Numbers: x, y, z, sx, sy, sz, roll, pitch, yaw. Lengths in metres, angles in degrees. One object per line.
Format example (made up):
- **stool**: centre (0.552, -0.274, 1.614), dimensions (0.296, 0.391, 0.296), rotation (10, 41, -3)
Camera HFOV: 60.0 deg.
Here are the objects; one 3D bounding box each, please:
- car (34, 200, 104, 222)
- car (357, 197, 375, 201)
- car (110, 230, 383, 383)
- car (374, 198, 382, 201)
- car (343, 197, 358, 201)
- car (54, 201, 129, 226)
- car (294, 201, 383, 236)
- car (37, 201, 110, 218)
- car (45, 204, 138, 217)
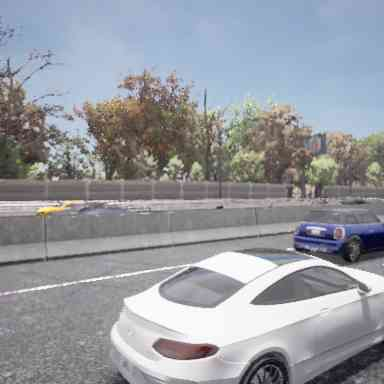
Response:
- **car**: centre (-9.900, 1.489, 27.045), dimensions (5.008, 1.535, 1.882), rotation (0, 0, -36)
- **car**: centre (26.782, 1.629, 49.002), dimensions (4.181, 1.385, 1.994), rotation (0, 0, -35)
- **car**: centre (1.220, 1.529, 4.626), dimensions (4.674, 1.442, 1.812), rotation (0, 0, -36)
- **car**: centre (27.119, 1.662, 44.945), dimensions (4.718, 1.301, 1.895), rotation (0, 0, -35)
- **car**: centre (25.374, 1.545, 52.285), dimensions (5.008, 1.535, 1.882), rotation (0, 0, -35)
- **car**: centre (-7.365, 1.503, 24.556), dimensions (4.902, 1.511, 2.128), rotation (0, 0, -36)
- **car**: centre (5.820, 1.363, 12.230), dimensions (4.553, 1.767, 2.097), rotation (0, 0, -36)
- **car**: centre (-6.659, 1.514, 20.755), dimensions (4.892, 1.490, 1.837), rotation (0, 0, -36)
- **car**: centre (-4.691, 1.556, 17.860), dimensions (5.357, 1.411, 2.033), rotation (0, 0, -36)
